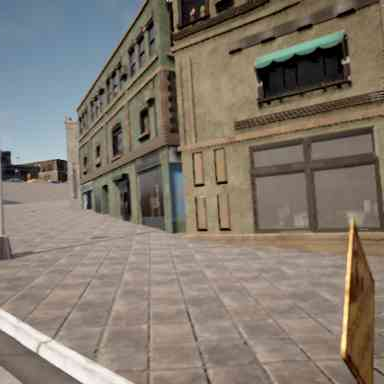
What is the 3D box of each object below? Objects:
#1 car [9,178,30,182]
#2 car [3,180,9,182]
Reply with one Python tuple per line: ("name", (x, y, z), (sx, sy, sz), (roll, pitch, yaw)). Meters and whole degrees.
("car", (-44.117, -2.670, 83.591), (2.002, 1.452, 4.674), (-5, -3, 32))
("car", (-47.092, -2.716, 78.908), (2.231, 1.521, 4.892), (-6, -3, 33))
